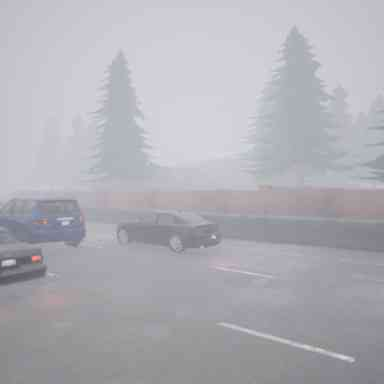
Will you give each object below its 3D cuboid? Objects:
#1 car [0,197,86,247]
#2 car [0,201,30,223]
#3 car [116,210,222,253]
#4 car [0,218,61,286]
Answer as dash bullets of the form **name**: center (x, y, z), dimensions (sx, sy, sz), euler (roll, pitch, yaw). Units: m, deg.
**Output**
- **car**: center (-6.674, 1.234, 14.002), dimensions (5.566, 2.045, 2.150), euler (0, 0, 41)
- **car**: center (-15.186, 1.513, 27.184), dimensions (2.128, 1.511, 4.902), euler (0, 0, -43)
- **car**: center (-1.104, 1.498, 13.867), dimensions (5.008, 1.535, 1.882), euler (0, 0, 39)
- **car**: center (-5.826, 1.554, 8.674), dimensions (5.357, 1.411, 2.033), euler (0, 0, 40)
